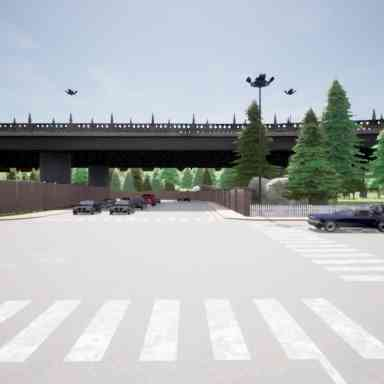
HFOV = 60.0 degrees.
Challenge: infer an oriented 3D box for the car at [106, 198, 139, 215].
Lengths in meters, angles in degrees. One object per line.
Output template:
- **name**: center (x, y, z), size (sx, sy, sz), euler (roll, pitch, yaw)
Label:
- **car**: center (-7.040, 1.564, 33.945), size (1.994, 1.385, 4.181), euler (0, 0, 0)

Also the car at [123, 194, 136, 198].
- **car**: center (-10.549, 1.526, 53.317), size (1.812, 1.442, 4.674), euler (0, 0, 0)

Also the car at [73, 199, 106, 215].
- **car**: center (-10.575, 1.564, 33.886), size (1.994, 1.385, 4.181), euler (0, 0, 0)

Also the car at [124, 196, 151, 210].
- **car**: center (-6.977, 1.547, 43.173), size (2.033, 1.411, 5.357), euler (0, 0, 0)

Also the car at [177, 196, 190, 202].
- **car**: center (-1.921, 1.553, 75.249), size (1.994, 1.385, 4.181), euler (0, 0, -19)

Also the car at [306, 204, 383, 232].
- **car**: center (9.050, 1.545, 18.893), size (4.718, 1.301, 1.895), euler (0, 0, 1)

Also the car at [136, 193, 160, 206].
- **car**: center (-6.972, 1.221, 53.269), size (2.150, 2.045, 5.566), euler (0, 0, 0)

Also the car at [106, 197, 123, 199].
- **car**: center (-10.551, 1.526, 42.601), size (1.812, 1.442, 4.674), euler (0, 0, 0)
